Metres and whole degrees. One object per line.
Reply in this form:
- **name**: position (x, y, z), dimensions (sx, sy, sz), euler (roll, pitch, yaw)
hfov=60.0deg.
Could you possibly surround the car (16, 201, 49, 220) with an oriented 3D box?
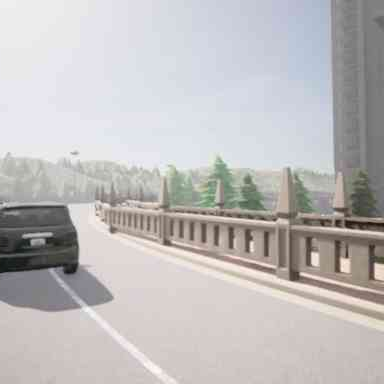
- **car**: position (-15.169, 1.673, 31.939), dimensions (1.882, 1.535, 5.008), euler (-1, 0, -14)

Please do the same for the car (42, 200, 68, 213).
- **car**: position (-17.103, 1.789, 41.759), dimensions (1.994, 1.385, 4.181), euler (-1, 0, -7)

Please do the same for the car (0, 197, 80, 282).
- **car**: position (-5.003, 1.289, 10.156), dimensions (2.150, 2.045, 5.566), euler (0, 0, -31)
